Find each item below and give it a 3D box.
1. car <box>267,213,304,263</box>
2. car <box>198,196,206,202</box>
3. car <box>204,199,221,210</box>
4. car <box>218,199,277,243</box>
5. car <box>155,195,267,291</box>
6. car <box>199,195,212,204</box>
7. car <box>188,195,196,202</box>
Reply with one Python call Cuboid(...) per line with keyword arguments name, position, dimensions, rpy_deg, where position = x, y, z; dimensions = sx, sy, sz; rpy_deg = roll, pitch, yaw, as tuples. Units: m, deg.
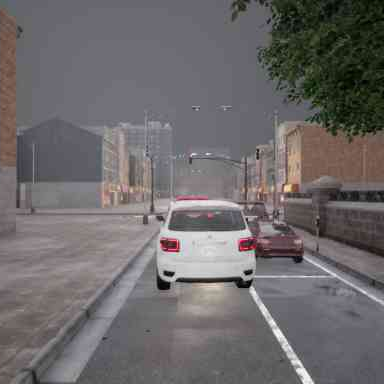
Cuboid(name="car", position=(2.636, 1.588, 11.723), dimensions=(1.802, 1.307, 4.206), rpy_deg=(1, 0, 0))
Cuboid(name="car", position=(2.590, 1.763, 87.101), dimensions=(2.008, 1.369, 4.403), rpy_deg=(0, 0, 0))
Cuboid(name="car", position=(2.617, 1.604, 43.602), dimensions=(1.887, 1.381, 4.507), rpy_deg=(1, 0, 0))
Cuboid(name="car", position=(2.636, 1.326, 17.172), dimensions=(2.192, 1.841, 5.009), rpy_deg=(1, 0, 0))
Cuboid(name="car", position=(0.174, 1.226, 9.235), dimensions=(2.150, 2.045, 5.566), rpy_deg=(0, 0, -4))
Cuboid(name="car", position=(2.605, 1.440, 65.352), dimensions=(2.192, 1.841, 5.009), rpy_deg=(1, 0, 0))
Cuboid(name="car", position=(-0.052, 1.553, 83.791), dimensions=(2.097, 1.767, 4.553), rpy_deg=(0, 0, 0))
